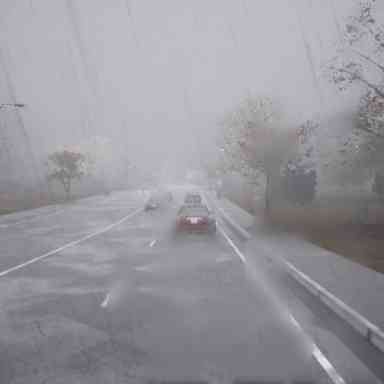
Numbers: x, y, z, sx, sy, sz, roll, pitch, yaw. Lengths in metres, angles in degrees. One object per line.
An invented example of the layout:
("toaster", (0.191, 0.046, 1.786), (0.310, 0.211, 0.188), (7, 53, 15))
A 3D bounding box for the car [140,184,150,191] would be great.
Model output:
("car", (-10.499, -1.091, 74.497), (1.837, 1.490, 4.892), (0, 3, 0))

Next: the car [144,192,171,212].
("car", (-3.497, 1.105, 32.832), (1.994, 1.385, 4.181), (0, 3, 0))

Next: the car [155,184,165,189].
("car", (-6.999, -1.039, 74.499), (1.994, 1.385, 4.181), (0, 3, 0))

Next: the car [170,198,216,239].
("car", (0.101, 1.375, 17.566), (2.097, 1.767, 4.553), (0, 0, 0))

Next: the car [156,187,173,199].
("car", (-3.488, 0.538, 43.837), (2.033, 1.411, 5.357), (0, 3, 0))

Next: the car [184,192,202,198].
("car", (0.101, 0.730, 38.865), (2.128, 1.511, 4.902), (0, 3, 0))
